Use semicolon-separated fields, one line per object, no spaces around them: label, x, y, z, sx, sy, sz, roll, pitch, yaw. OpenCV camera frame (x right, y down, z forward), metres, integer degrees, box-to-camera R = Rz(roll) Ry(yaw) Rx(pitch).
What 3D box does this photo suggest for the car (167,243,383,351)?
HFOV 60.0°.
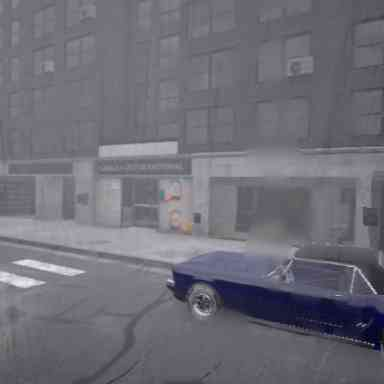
car;1.952;1.538;5.467;4.718;1.301;1.895;2;1;30
